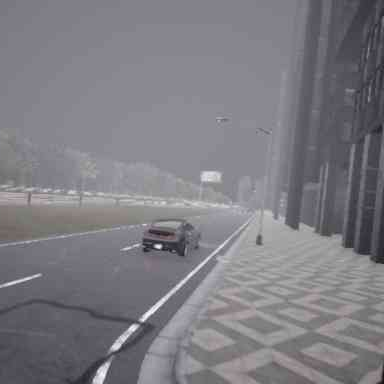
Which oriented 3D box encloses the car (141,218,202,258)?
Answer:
[{"bbox_3d":[-0.796,1.984,15.343,1.837,1.490,4.892,6,-1,12],"label":"car"}]
